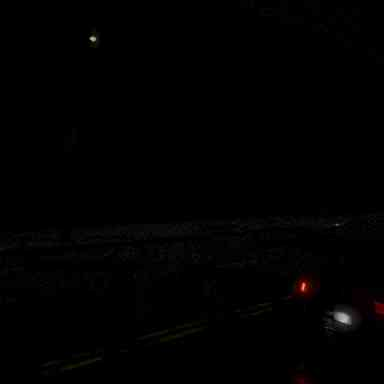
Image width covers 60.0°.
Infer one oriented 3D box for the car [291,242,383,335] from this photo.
[{"bbox_3d":[4.114,1.645,6.360,4.718,1.301,1.895,0,0,-35],"label":"car"}]
